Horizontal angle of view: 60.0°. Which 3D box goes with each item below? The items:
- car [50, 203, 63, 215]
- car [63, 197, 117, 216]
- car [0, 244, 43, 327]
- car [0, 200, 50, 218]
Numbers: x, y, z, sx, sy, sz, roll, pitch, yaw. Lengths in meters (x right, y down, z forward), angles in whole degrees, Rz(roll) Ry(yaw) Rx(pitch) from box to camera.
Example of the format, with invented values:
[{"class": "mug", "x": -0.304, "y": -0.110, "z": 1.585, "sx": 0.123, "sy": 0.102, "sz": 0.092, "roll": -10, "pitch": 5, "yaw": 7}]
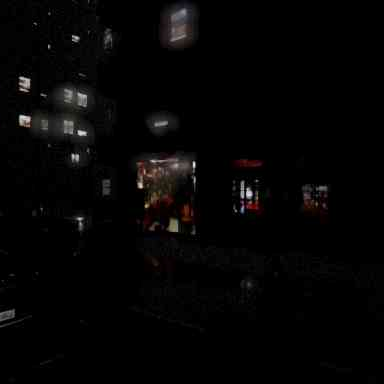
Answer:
[{"class": "car", "x": -10.904, "y": 1.250, "z": 30.513, "sx": 1.752, "sy": 1.417, "sz": 4.829, "roll": 1, "pitch": 1, "yaw": 35}, {"class": "car", "x": -8.465, "y": 1.216, "z": 29.497, "sx": 1.837, "sy": 1.490, "sz": 4.892, "roll": 0, "pitch": 2, "yaw": 35}, {"class": "car", "x": -4.463, "y": 1.551, "z": 6.069, "sx": 4.403, "sy": 1.369, "sz": 2.008, "roll": 0, "pitch": 0, "yaw": 36}, {"class": "car", "x": -13.999, "y": 1.350, "z": 26.092, "sx": 2.008, "sy": 1.369, "sz": 4.403, "roll": 1, "pitch": 1, "yaw": 35}]
